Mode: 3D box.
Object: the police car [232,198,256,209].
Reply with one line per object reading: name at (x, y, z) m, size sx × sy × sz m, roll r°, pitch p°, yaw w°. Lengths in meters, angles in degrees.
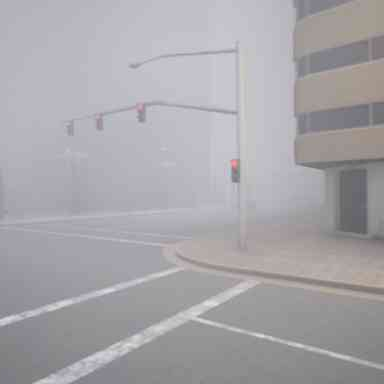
police car at (7.623, 1.658, 48.628) m, size 1.930 × 1.638 × 5.238 m, roll -1°, pitch 0°, yaw 36°
